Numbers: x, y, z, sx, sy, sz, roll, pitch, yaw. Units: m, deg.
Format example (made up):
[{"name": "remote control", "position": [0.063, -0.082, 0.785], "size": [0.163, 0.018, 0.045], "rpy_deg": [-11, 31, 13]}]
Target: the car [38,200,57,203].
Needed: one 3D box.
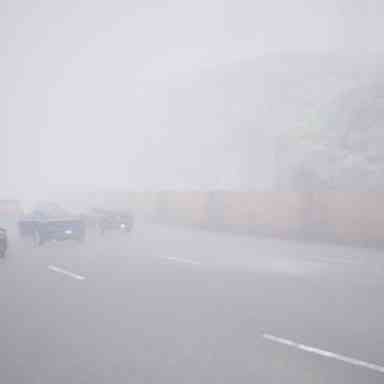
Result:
[{"name": "car", "position": [-14.237, 1.529, 32.636], "size": [2.128, 1.511, 4.902], "rpy_deg": [0, 0, -33]}]

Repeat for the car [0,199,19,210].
[{"name": "car", "position": [-16.155, 1.373, 29.183], "size": [2.097, 1.767, 4.553], "rpy_deg": [0, 0, -33]}]

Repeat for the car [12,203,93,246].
[{"name": "car", "position": [-6.736, 1.497, 15.697], "size": [1.882, 1.535, 5.008], "rpy_deg": [0, 0, -41]}]

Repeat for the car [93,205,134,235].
[{"name": "car", "position": [-5.128, 1.539, 19.272], "size": [1.837, 1.490, 4.892], "rpy_deg": [0, 0, -39]}]

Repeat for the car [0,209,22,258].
[{"name": "car", "position": [-8.032, 1.495, 11.879], "size": [2.128, 1.511, 4.902], "rpy_deg": [0, 0, -42]}]
